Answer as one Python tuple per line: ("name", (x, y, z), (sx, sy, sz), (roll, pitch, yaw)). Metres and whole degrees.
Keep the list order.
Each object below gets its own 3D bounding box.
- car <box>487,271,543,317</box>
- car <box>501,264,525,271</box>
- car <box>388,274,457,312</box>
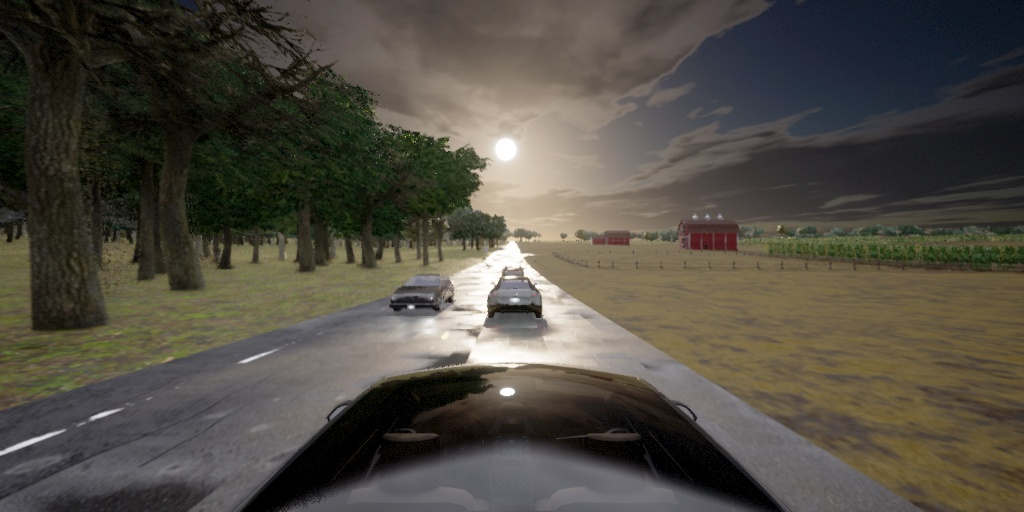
("car", (0.101, 1.475, 14.058), (1.994, 1.385, 4.181), (0, -1, 0))
("car", (0.103, 1.459, 31.293), (2.128, 1.511, 4.902), (0, 0, 0))
("car", (-3.599, 1.473, 15.476), (2.033, 1.411, 5.357), (0, -1, 0))
